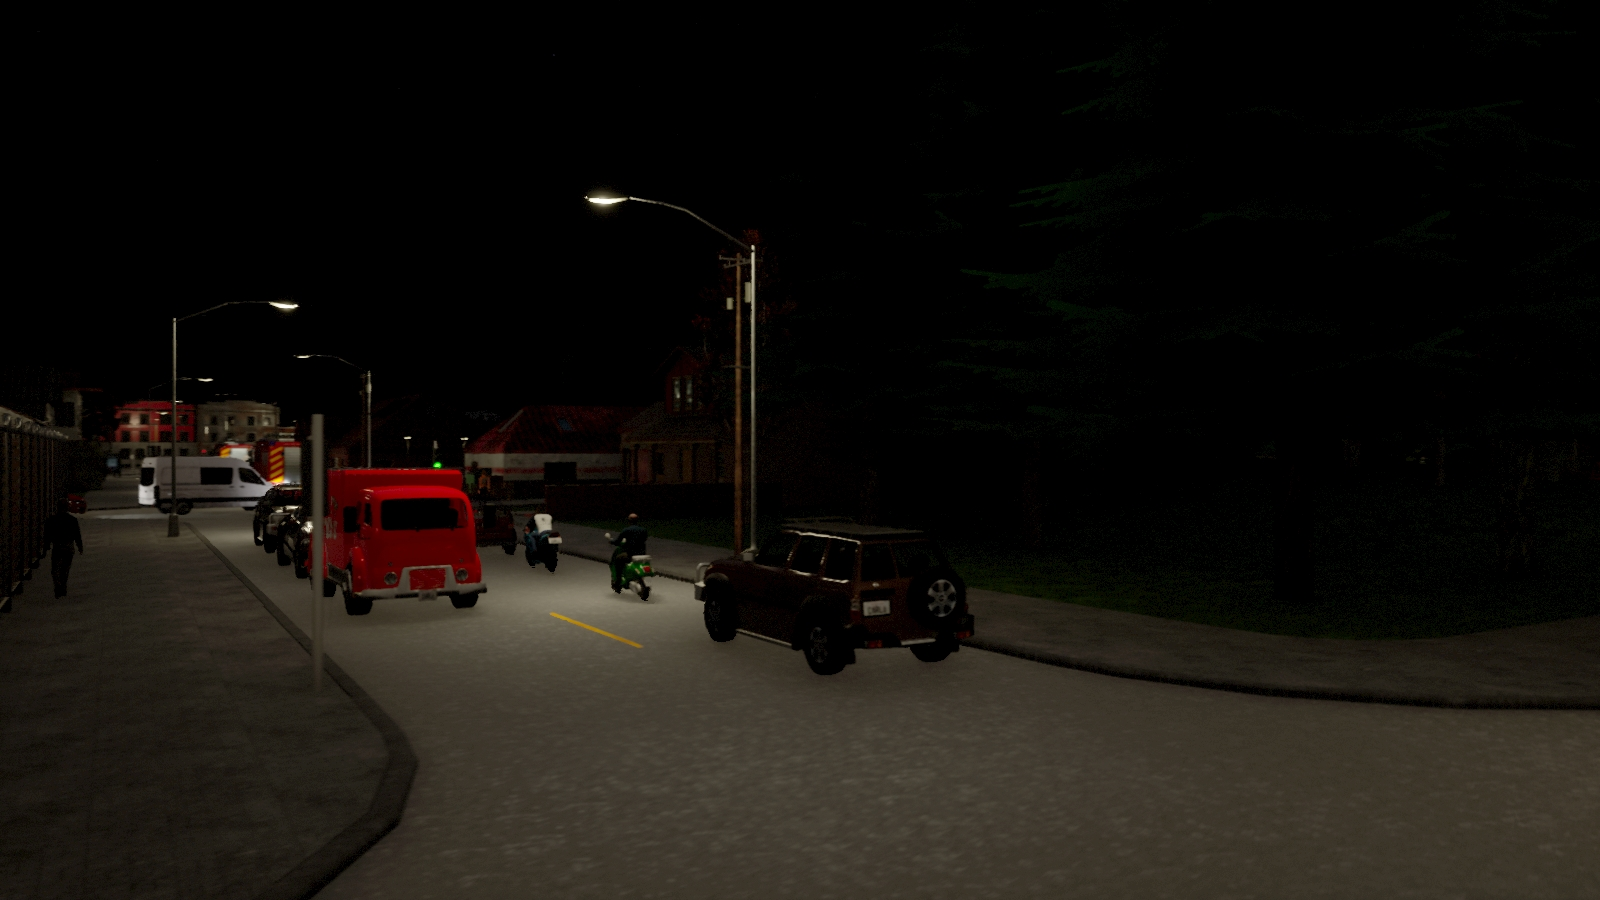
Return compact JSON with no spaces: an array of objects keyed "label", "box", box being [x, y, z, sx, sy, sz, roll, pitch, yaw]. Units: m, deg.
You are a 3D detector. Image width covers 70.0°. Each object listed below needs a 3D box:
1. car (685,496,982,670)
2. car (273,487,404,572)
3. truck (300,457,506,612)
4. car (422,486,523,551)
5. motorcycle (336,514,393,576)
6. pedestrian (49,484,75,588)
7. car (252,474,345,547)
[{"label":"car","box":[0.279,1.657,15.851,1.932,1.855,4.605,0,0,-31]},{"label":"car","box":[-11.093,1.801,27.222,2.152,1.651,5.027,0,0,-31]},{"label":"truck","box":[-7.517,1.370,21.226,2.627,2.467,5.204,0,0,-31]},{"label":"car","box":[-9.141,1.840,31.706,1.789,1.549,3.705,0,0,-31]},{"label":"motorcycle","box":[-9.389,2.018,24.582,0.803,1.145,2.033,0,0,-31]},{"label":"pedestrian","box":[-13.446,1.550,20.820,0.375,1.860,0.375,0,0,-31]},{"label":"car","box":[-14.580,1.679,33.047,1.932,1.855,4.605,0,0,-31]}]
